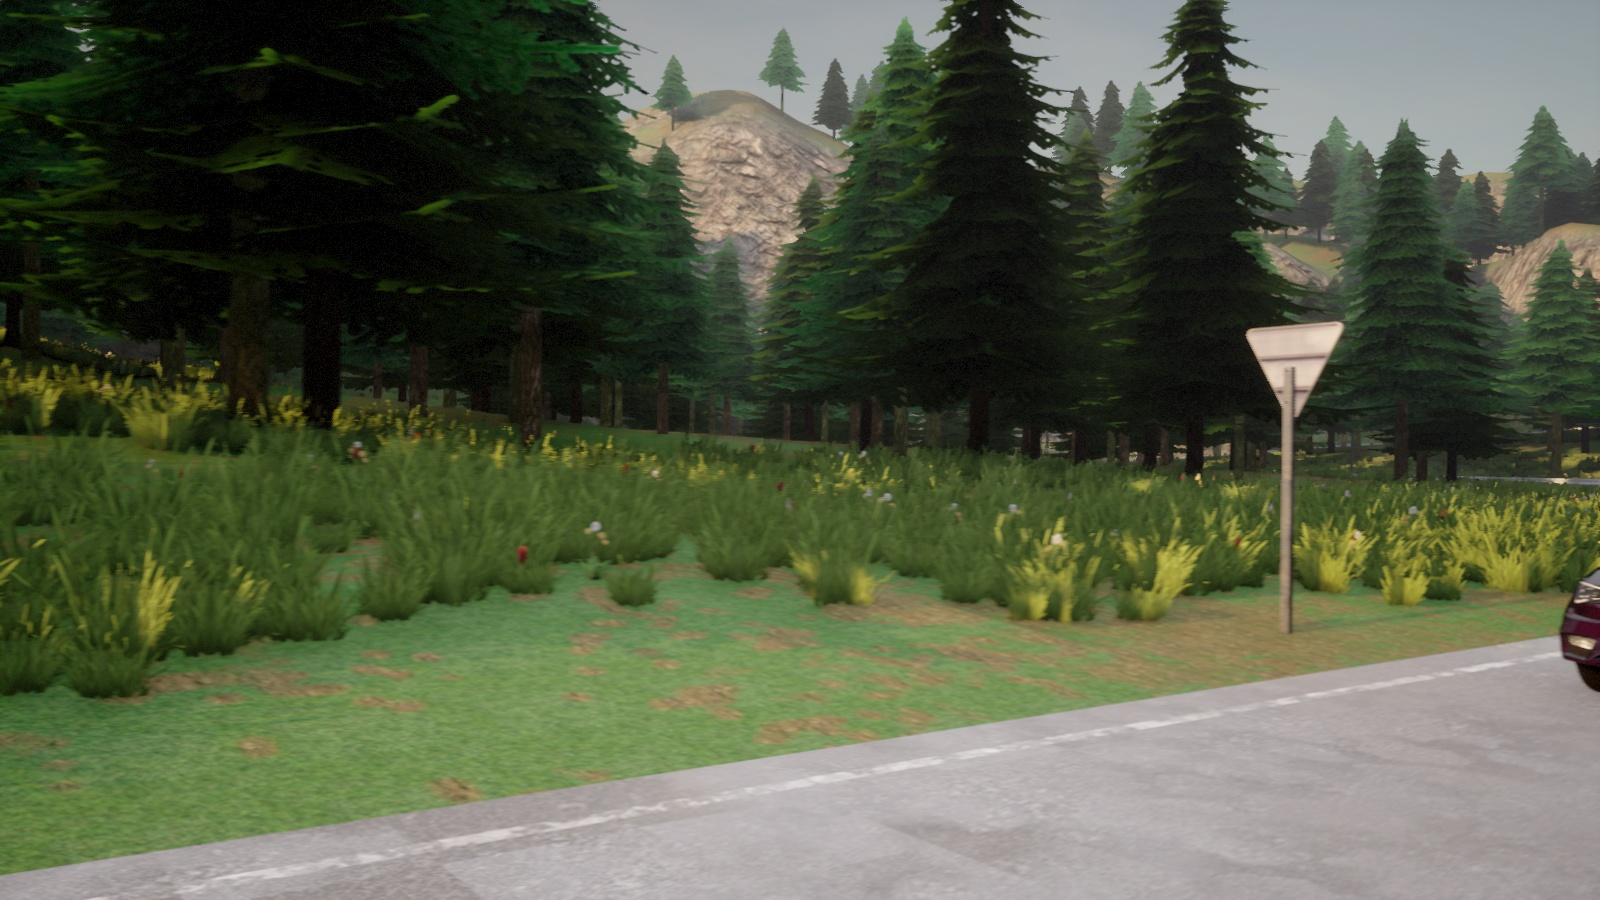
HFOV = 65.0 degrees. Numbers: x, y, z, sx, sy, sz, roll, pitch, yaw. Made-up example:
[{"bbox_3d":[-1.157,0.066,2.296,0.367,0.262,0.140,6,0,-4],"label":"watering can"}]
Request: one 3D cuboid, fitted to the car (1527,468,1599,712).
[{"bbox_3d":[6.870,0.875,8.439,4.193,1.474,1.816,1,0,-35],"label":"car"}]
